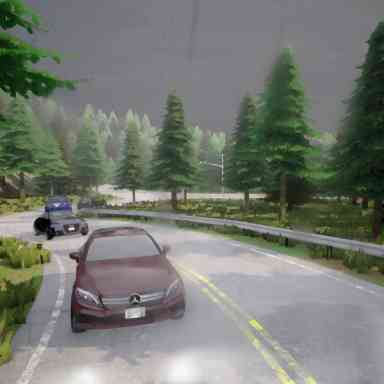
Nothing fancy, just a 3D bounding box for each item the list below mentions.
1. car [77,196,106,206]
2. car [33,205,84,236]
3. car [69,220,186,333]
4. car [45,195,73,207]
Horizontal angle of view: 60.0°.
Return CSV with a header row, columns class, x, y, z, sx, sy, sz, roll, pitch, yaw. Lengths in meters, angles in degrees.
class,x,y,z,sx,sy,sz,roll,pitch,yaw
car,-12.756,1.289,42.827,2.097,1.767,4.553,2,2,13
car,-7.136,1.664,17.930,1.994,1.385,4.181,-4,2,-38
car,-1.528,1.523,7.103,1.812,1.442,4.674,-2,0,-17
car,-12.891,1.326,32.235,2.150,2.045,5.566,-1,0,-18
